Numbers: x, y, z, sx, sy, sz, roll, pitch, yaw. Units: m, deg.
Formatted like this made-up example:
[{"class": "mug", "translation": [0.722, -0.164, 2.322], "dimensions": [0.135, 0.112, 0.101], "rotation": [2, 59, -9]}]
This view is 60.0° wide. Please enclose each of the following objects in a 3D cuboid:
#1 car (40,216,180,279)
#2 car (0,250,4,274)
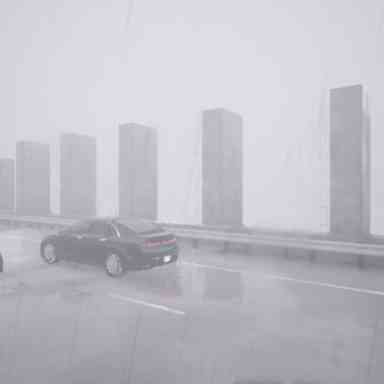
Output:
[{"class": "car", "translation": [-2.631, 1.484, 10.054], "dimensions": [4.892, 1.490, 1.837], "rotation": [0, 0, 35]}, {"class": "car", "translation": [-6.764, 1.540, 8.658], "dimensions": [4.181, 1.385, 1.994], "rotation": [0, 0, 35]}]
